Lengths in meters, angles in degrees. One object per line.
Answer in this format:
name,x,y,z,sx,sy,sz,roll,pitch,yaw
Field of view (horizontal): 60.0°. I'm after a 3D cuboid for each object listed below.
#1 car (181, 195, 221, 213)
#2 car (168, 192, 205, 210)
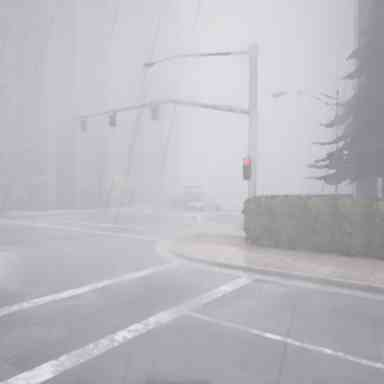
car,1.279,1.329,34.691,1.812,1.442,4.674,1,0,36
car,-0.376,0.990,38.371,2.150,2.045,5.566,1,0,36
